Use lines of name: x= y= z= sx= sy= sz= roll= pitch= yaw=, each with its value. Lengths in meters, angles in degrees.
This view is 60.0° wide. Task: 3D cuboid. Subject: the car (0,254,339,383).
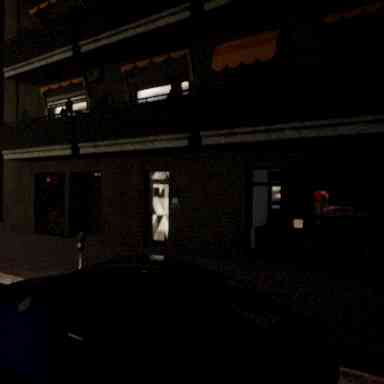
car: x=-0.819 y=1.503 z=3.928 sx=4.674 sy=1.442 sz=1.812 roll=1 pitch=0 yaw=33
